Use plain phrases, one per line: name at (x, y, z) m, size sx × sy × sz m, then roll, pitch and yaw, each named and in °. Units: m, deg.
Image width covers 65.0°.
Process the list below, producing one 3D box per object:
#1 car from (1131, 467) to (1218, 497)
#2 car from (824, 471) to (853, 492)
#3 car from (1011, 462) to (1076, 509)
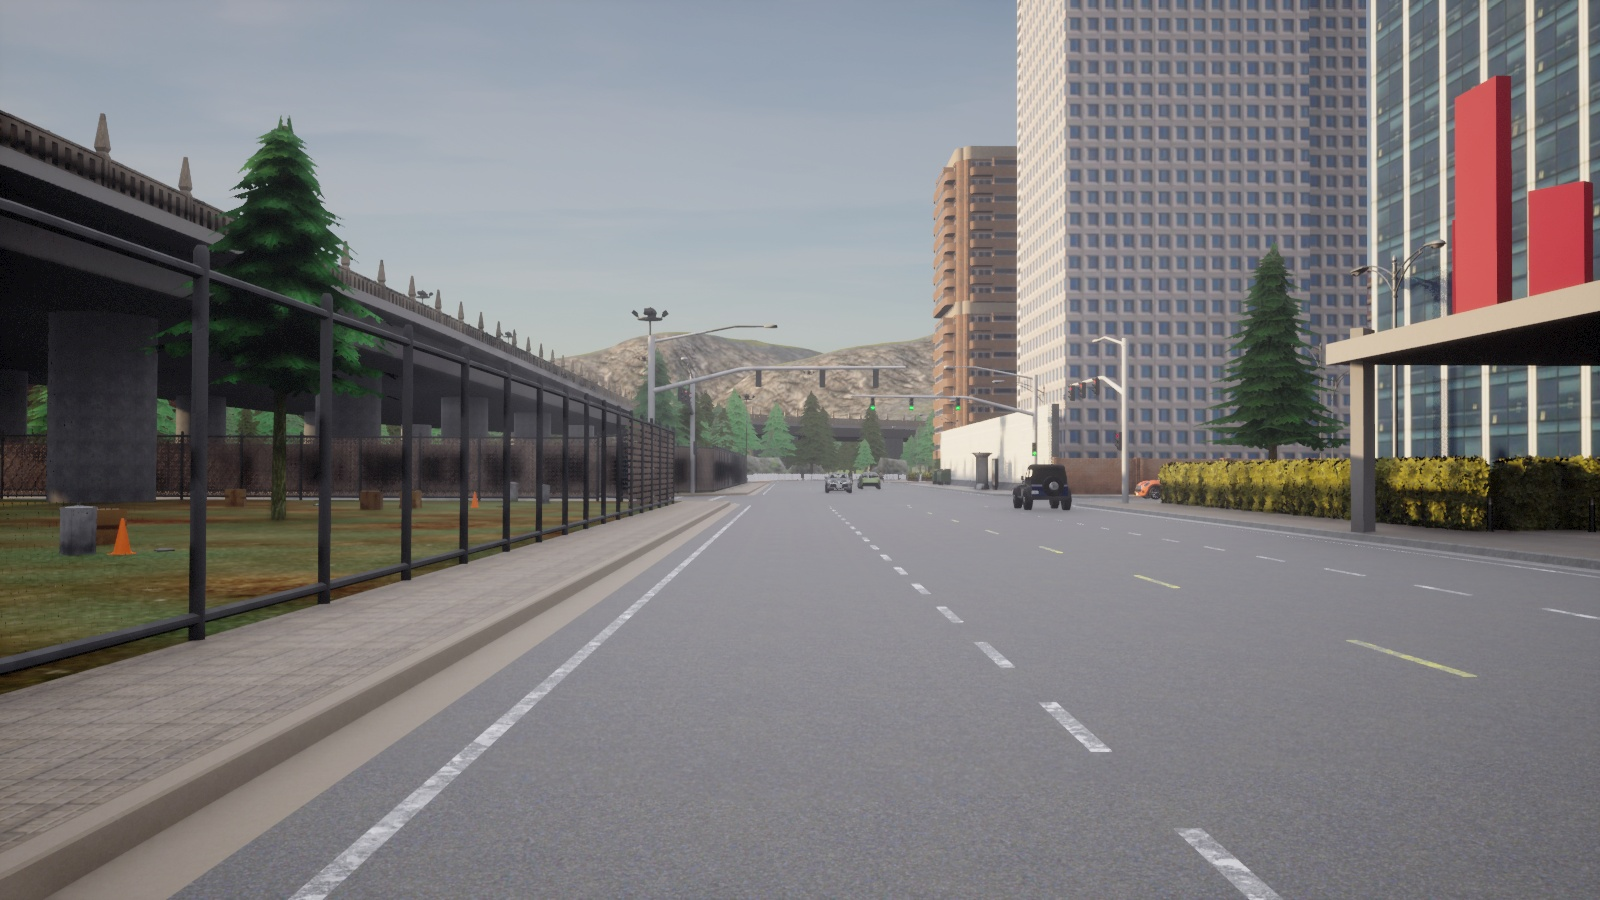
car at (22.442, 1.901, 75.347) m, size 4.553 × 1.767 × 2.097 m, roll 0°, pitch -1°, yaw -1°
car at (2.771, 2.286, 90.594) m, size 1.970 × 1.475 × 3.806 m, roll 0°, pitch -1°, yaw 0°
car at (10.079, 1.445, 52.220) m, size 1.905 × 1.878 × 3.866 m, roll 0°, pitch -1°, yaw 0°
